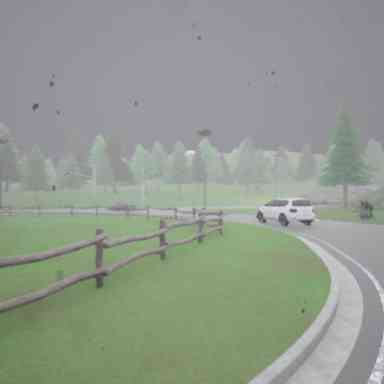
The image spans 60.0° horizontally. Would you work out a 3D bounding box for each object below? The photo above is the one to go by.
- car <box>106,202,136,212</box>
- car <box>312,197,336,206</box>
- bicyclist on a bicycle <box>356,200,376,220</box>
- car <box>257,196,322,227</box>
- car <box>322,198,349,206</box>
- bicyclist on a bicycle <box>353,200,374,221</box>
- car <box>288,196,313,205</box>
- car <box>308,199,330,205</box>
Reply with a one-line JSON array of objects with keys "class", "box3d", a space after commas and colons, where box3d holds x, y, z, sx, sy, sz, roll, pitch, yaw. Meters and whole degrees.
[{"class": "car", "box3d": [-10.450, 2.193, 49.009, 4.674, 1.442, 1.812, -1, -1, 28]}, {"class": "car", "box3d": [28.113, 1.987, 70.857, 4.553, 1.767, 2.097, 0, -1, -24]}, {"class": "bicyclist on a bicycle", "box3d": [14.469, 1.520, 27.322, 1.656, 1.620, 0.582, -1, -1, -17]}, {"class": "car", "box3d": [7.029, 1.476, 25.430, 2.150, 2.045, 5.566, 0, -1, -16]}, {"class": "car", "box3d": [29.557, 1.938, 67.669, 4.553, 1.767, 2.097, 0, -1, -24]}, {"class": "bicyclist on a bicycle", "box3d": [14.326, 1.526, 27.792, 1.656, 1.620, 0.582, -1, -1, -17]}, {"class": "car", "box3d": [25.170, 1.955, 77.210, 5.566, 2.045, 2.150, 0, -1, -24]}, {"class": "car", "box3d": [28.595, 2.270, 74.913, 4.718, 1.301, 1.895, 0, -1, -24]}]
